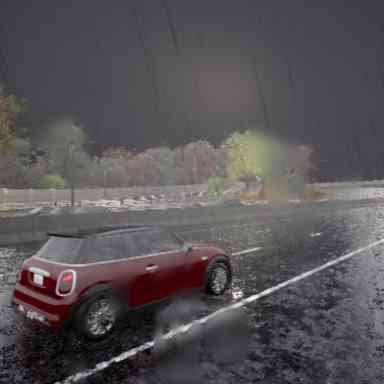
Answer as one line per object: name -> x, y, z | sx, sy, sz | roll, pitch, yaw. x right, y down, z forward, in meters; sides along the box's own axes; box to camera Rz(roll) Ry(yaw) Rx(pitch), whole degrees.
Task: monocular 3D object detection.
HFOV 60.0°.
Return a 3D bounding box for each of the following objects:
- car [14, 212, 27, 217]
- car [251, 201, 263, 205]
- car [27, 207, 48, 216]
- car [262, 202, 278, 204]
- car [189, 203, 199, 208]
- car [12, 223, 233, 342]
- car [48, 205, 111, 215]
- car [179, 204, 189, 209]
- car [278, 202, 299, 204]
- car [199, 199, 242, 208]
car -> -13.532, 2.069, 30.080 | 1.812, 1.442, 4.674 | 5, 3, 42
car -> 11.849, 2.377, 58.640 | 1.812, 1.442, 4.674 | -2, -2, 42
car -> -10.837, 1.989, 27.962 | 2.097, 1.767, 4.553 | -2, -1, 42
car -> 14.347, 2.367, 56.189 | 1.895, 1.301, 4.718 | -2, -1, 42
car -> 2.341, 2.192, 42.750 | 2.128, 1.511, 4.902 | -2, -2, 42
car -> -1.096, 1.451, 7.027 | 2.097, 1.767, 4.553 | -2, -1, 42
car -> -8.208, 1.904, 25.653 | 2.097, 1.767, 4.553 | -2, -1, 42
car -> 0.149, 2.293, 45.542 | 1.837, 1.490, 4.892 | -2, -2, 42
car -> 15.968, 2.276, 52.761 | 1.895, 1.301, 4.718 | -2, -1, 42
car -> 3.799, 1.830, 39.151 | 2.150, 2.045, 5.566 | -2, -1, 42
